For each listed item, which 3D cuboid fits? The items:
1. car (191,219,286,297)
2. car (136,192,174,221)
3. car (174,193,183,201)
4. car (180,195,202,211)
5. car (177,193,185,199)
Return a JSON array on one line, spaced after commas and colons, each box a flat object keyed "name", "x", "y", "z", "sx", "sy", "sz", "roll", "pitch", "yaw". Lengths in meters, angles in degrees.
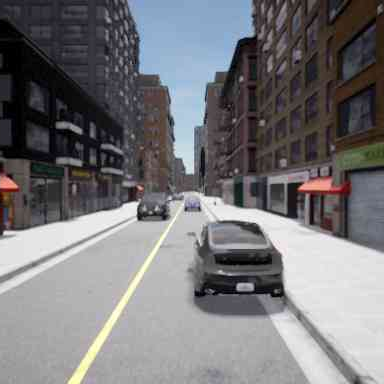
[{"name": "car", "x": 0.957, "y": 1.453, "z": 8.411, "sx": 1.837, "sy": 1.490, "sz": 4.892, "roll": 0, "pitch": 0, "yaw": 0}, {"name": "car", "x": -2.848, "y": 1.054, "z": 25.615, "sx": 2.150, "sy": 2.045, "sz": 5.566, "roll": 0, "pitch": 0, "yaw": 0}, {"name": "car", "x": -2.764, "y": 1.104, "z": 65.867, "sx": 1.994, "sy": 1.385, "sz": 4.181, "roll": 0, "pitch": 0, "yaw": 1}, {"name": "car", "x": 0.084, "y": 1.303, "z": 36.854, "sx": 2.033, "sy": 1.411, "sz": 5.357, "roll": 0, "pitch": 0, "yaw": 0}, {"name": "car", "x": -2.741, "y": 1.020, "z": 83.379, "sx": 1.895, "sy": 1.301, "sz": 4.718, "roll": 0, "pitch": 0, "yaw": 0}]
